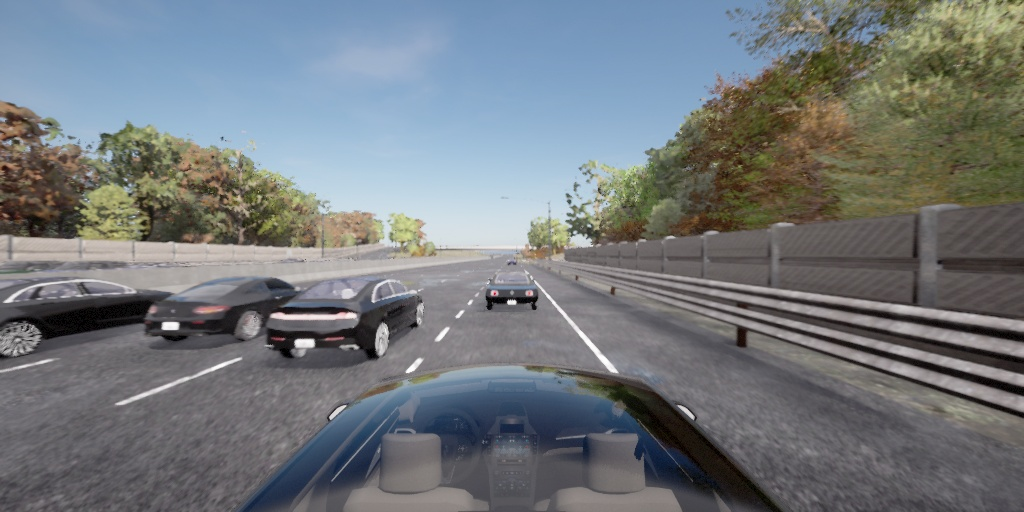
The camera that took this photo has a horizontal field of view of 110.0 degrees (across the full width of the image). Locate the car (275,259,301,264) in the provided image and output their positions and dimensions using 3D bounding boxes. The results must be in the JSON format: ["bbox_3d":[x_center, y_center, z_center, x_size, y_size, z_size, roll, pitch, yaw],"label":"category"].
[{"bbox_3d":[-31.501,1.118,50.830,2.128,1.511,4.902,0,1,0],"label":"car"}]

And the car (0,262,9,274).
[{"bbox_3d":[-28.085,1.042,20.623,2.097,1.767,4.553,0,0,0],"label":"car"}]

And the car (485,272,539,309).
[{"bbox_3d":[0.001,1.307,14.580,1.895,1.301,4.718,0,0,0],"label":"car"}]

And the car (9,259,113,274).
[{"bbox_3d":[-24.585,1.042,20.629,2.097,1.767,4.553,0,0,0],"label":"car"}]

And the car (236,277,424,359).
[{"bbox_3d":[-3.398,1.218,8.303,2.128,1.511,4.902,0,0,0],"label":"car"}]

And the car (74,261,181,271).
[{"bbox_3d":[-21.090,1.182,20.701,2.128,1.511,4.902,0,0,0],"label":"car"}]

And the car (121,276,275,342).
[{"bbox_3d":[-6.914,1.248,9.558,1.812,1.442,4.674,0,0,0],"label":"car"}]

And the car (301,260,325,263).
[{"bbox_3d":[-27.999,1.256,52.156,1.895,1.301,4.718,0,0,0],"label":"car"}]

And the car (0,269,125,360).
[{"bbox_3d":[-10.398,1.218,8.303,2.128,1.511,4.902,0,0,0],"label":"car"}]

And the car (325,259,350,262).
[{"bbox_3d":[-24.502,1.175,51.612,1.812,1.442,4.674,0,1,0],"label":"car"}]

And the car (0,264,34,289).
[{"bbox_3d":[-31.588,1.238,20.265,2.033,1.411,5.357,0,0,0],"label":"car"}]
